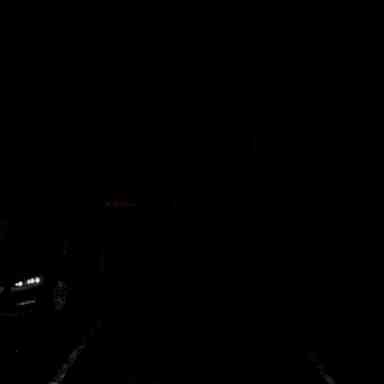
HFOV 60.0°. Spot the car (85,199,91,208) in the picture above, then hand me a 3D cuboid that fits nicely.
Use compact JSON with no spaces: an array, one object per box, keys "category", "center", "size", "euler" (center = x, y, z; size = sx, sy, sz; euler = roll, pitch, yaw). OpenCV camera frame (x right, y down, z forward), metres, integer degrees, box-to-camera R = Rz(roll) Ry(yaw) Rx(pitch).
[{"category":"car","center":[-23.213,2.470,65.211],"size":[5.008,1.535,2.097],"euler":[0,-2,0]}]

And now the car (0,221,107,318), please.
[{"category":"car","center":[-3.327,1.479,7.627],"size":[2.128,1.511,4.902],"euler":[0,0,0]}]

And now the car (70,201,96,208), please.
[{"category":"car","center":[-23.193,2.673,70.873],"size":[4.892,1.521,2.231],"euler":[0,-2,0]}]

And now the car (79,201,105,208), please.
[{"category":"car","center":[-22.995,2.867,76.411],"size":[5.366,1.575,1.946],"euler":[0,-2,0]}]

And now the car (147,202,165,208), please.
[{"category":"car","center":[-10.039,3.604,92.817],"size":[5.008,1.535,2.097],"euler":[0,-3,0]}]

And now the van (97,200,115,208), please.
[{"category":"van","center":[-23.250,3.239,90.114],"size":[4.442,1.987,1.878],"euler":[0,-3,0]}]

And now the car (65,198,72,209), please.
[{"category":"car","center":[-23.070,2.077,54.264],"size":[5.366,1.575,1.946],"euler":[0,-2,0]}]

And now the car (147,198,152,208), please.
[{"category":"car","center":[-10.138,1.916,56.785],"size":[5.566,2.045,2.435],"euler":[0,-2,0]}]

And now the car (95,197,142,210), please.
[{"category":"car","center":[-10.019,1.817,45.692],"size":[5.366,1.575,1.946],"euler":[0,-2,0]}]

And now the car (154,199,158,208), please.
[{"category":"car","center":[-10.134,2.564,67.874],"size":[5.008,1.535,2.097],"euler":[0,-2,0]}]

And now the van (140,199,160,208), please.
[{"category":"van","center":[-9.975,2.735,78.979],"size":[4.442,1.987,1.878],"euler":[0,-2,0]}]

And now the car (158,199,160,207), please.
[{"category":"car","center":[-10.080,2.792,73.420],"size":[4.792,1.488,2.163],"euler":[0,-2,0]}]

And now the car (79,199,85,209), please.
[{"category":"car","center":[-23.195,2.250,62.572],"size":[4.553,1.767,2.185],"euler":[0,-2,0]}]

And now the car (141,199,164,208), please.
[{"category":"car","center":[-10.101,2.922,84.513],"size":[5.566,2.045,2.435],"euler":[0,-3,0]}]

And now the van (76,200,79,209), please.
[{"category":"van","center":[-23.353,2.051,59.808],"size":[4.442,1.987,1.878],"euler":[0,-2,0]}]

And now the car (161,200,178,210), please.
[{"category":"car","center":[-3.185,1.959,50.136],"size":[1.882,1.535,5.008],"euler":[0,-2,0]}]

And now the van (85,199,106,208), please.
[{"category":"van","center":[-23.054,2.743,79.185],"size":[4.442,1.987,1.878],"euler":[0,-2,0]}]

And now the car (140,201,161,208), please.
[{"category":"car","center":[-10.111,3.090,81.751],"size":[4.792,1.488,2.163],"euler":[0,-3,0]}]

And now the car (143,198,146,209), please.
[{"category":"car","center":[-10.192,1.979,51.231],"size":[5.008,1.535,2.097],"euler":[0,-2,0]}]

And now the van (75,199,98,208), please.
[{"category":"van","center":[-23.306,2.546,73.650],"size":[4.442,1.987,1.878],"euler":[0,-2,0]}]

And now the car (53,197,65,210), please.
[{"category":"car","center":[-23.292,1.736,51.506],"size":[5.566,2.045,2.435],"euler":[0,-2,0]}]

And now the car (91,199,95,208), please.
[{"category":"car","center":[-23.203,2.573,68.105],"size":[5.008,1.535,2.097],"euler":[0,-2,0]}]

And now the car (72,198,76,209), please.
[{"category":"car","center":[-23.239,2.179,57.030],"size":[4.892,1.521,2.231],"euler":[0,-2,0]}]

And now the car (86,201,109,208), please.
[{"category":"car","center":[-23.166,3.068,81.946],"size":[5.008,1.535,2.097],"euler":[0,-2,0]}]

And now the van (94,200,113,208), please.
[{"category":"van","center":[-23.259,3.102,87.473],"size":[4.442,1.987,1.878],"euler":[0,-3,0]}]

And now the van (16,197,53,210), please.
[{"category":"van","center":[-23.392,1.676,48.615],"size":[4.442,1.987,1.878],"euler":[0,-2,0]}]

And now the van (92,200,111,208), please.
[{"category":"van","center":[-23.036,2.951,84.573],"size":[4.442,1.987,1.878],"euler":[0,-3,0]}]

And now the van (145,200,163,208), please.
[{"category":"van","center":[-9.946,3.091,87.284],"size":[4.442,1.987,1.878],"euler":[0,-3,0]}]
